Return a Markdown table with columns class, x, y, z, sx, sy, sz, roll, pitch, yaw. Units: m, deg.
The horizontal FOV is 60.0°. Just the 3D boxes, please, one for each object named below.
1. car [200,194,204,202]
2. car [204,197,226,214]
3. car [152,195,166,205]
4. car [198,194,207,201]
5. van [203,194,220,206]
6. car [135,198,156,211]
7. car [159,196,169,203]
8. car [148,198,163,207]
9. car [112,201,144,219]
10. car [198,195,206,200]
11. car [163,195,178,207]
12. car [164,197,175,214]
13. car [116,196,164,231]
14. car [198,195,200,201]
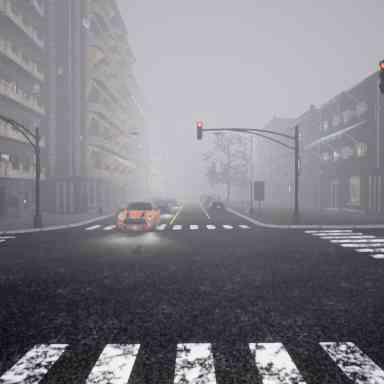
| class | x | y | z | sx | sy | sz | roll | pitch | yaw |
| --- | --- | --- | --- | --- | --- | --- | --- | --- | --- |
| car | 2.671 | 1.420 | 52.318 | 1.967 | 1.590 | 4.097 | 0 | 0 | 0 |
| car | 2.677 | 1.555 | 35.717 | 1.947 | 1.339 | 4.313 | 0 | 0 | 0 |
| car | -5.712 | 1.417 | 57.856 | 1.967 | 1.590 | 4.097 | 0 | 0 | 0 |
| car | 2.661 | 1.396 | 85.518 | 1.967 | 1.590 | 4.097 | 0 | 0 | 0 |
| van | 2.673 | 1.327 | 41.250 | 1.690 | 1.788 | 3.998 | 0 | 0 | 0 |
| car | -5.705 | 1.531 | 41.255 | 1.887 | 1.381 | 4.507 | 0 | 0 | 0 |
| car | -5.713 | 1.551 | 68.923 | 1.802 | 1.307 | 4.206 | 0 | 0 | 0 |
| car | -5.709 | 1.562 | 52.323 | 1.802 | 1.307 | 4.206 | 0 | 0 | 0 |
| car | -5.703 | 1.542 | 30.188 | 2.008 | 1.369 | 4.403 | 0 | 0 | 0 |
| car | 2.661 | 1.495 | 91.052 | 1.887 | 1.381 | 4.507 | 0 | 0 | 0 |
| car | -3.108 | 1.546 | 50.480 | 1.994 | 1.385 | 4.181 | 0 | 0 | 0 |
| car | -3.107 | 1.553 | 34.662 | 1.994 | 1.385 | 4.181 | 0 | 0 | 0 |
| car | -3.108 | 1.339 | 20.250 | 2.097 | 1.767 | 4.553 | 0 | 0 | 0 |
| car | 2.663 | 1.280 | 74.451 | 2.192 | 1.841 | 5.009 | 0 | 0 | 0 |
